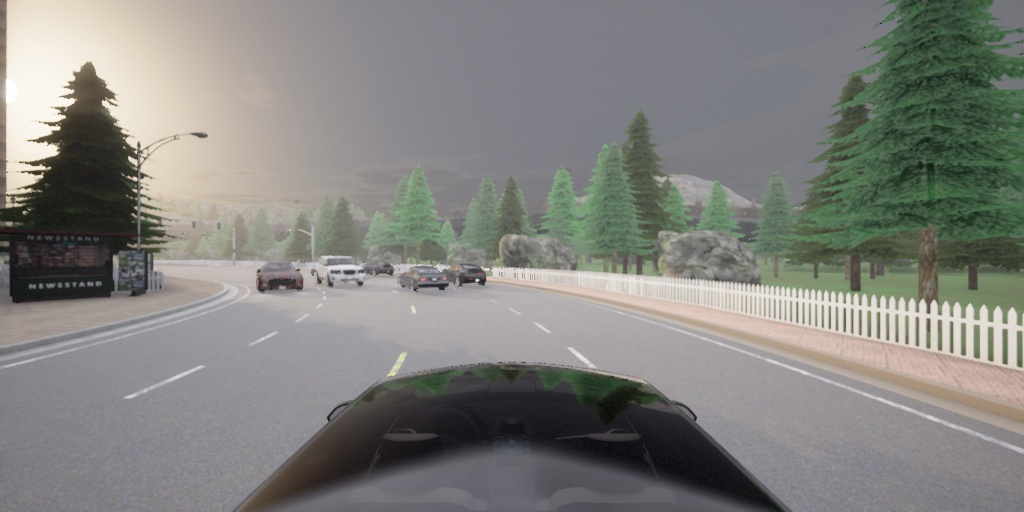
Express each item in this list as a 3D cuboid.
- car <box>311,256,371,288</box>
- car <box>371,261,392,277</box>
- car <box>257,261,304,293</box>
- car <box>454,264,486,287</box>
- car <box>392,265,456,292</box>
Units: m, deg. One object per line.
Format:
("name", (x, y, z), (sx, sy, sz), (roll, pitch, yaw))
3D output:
("car", (-11.903, 1.001, 24.673), (2.150, 2.045, 5.566), (0, 0, -39))
("car", (-13.977, 1.299, 36.631), (4.892, 1.490, 1.837), (0, 0, 40))
("car", (-13.701, 1.127, 21.111), (2.097, 1.767, 4.553), (0, 0, -37))
("car", (-3.450, 1.282, 24.811), (1.837, 1.490, 4.892), (0, 0, -31))
("car", (-5.472, 1.322, 21.687), (2.033, 1.411, 5.357), (0, 0, -30))
